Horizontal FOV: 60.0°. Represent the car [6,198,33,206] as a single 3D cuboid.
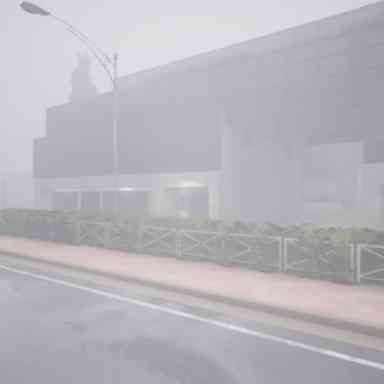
[{"bbox_3d":[-30.106,1.721,58.308,2.033,1.411,5.357,0,0,14],"label":"car"}]
